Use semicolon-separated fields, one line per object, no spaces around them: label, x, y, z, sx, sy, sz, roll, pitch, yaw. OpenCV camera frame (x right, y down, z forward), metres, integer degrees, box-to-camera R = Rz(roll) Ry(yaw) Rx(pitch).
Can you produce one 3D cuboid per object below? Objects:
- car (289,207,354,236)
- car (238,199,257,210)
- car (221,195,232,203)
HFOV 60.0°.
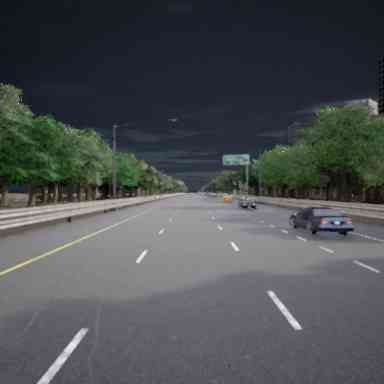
car;7.016;1.547;18.567;2.033;1.411;5.357;0;0;0
car;7.095;1.598;43.336;1.895;1.301;4.718;0;0;0
car;7.256;1.454;69.905;1.882;1.535;5.008;0;0;0
